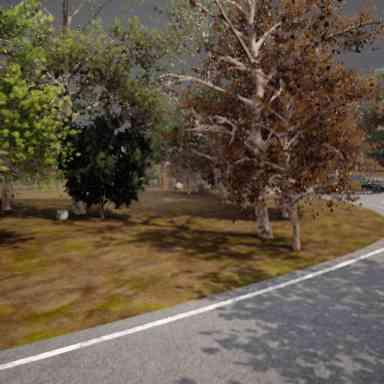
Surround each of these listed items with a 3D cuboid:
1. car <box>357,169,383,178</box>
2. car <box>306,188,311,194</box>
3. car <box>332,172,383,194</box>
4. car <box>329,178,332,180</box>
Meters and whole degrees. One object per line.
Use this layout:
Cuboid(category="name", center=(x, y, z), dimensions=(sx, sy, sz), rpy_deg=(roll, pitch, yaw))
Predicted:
Cuboid(category="car", center=(34.991, -3.608, 65.396), dimensions=(4.181, 1.385, 1.994), rpy_deg=(-3, 3, 5))
Cuboid(category="car", center=(13.373, -0.358, 40.528), dimensions=(1.812, 1.442, 4.674), rpy_deg=(-6, 3, -17))
Cuboid(category="car", center=(18.870, -0.853, 36.512), dimensions=(2.150, 2.045, 5.566), rpy_deg=(-7, 4, -35))
Cuboid(category="car", center=(30.807, -3.153, 68.576), dimensions=(4.902, 1.511, 2.128), rpy_deg=(-4, 3, -6))
